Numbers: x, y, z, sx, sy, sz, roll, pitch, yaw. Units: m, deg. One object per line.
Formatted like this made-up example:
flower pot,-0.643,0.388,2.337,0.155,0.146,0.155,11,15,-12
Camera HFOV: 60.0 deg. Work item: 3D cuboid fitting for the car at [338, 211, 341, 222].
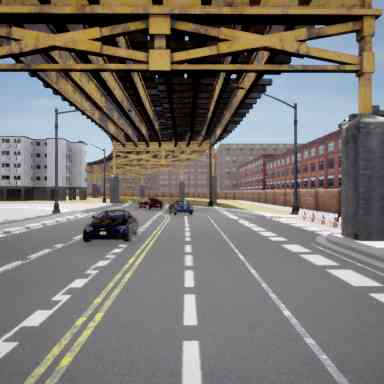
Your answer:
car,12.070,1.295,21.253,4.536,1.218,1.853,0,0,29

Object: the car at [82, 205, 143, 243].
car,-3.804,1.564,16.073,1.994,1.385,4.181,0,0,-1

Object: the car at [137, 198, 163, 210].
car,-5.552,1.478,43.628,1.882,1.535,5.008,0,0,-32

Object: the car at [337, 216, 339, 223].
car,12.025,1.453,21.278,4.974,1.542,2.038,0,0,29

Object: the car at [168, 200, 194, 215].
car,-1.189,1.547,33.890,2.033,1.411,5.357,0,0,-13
